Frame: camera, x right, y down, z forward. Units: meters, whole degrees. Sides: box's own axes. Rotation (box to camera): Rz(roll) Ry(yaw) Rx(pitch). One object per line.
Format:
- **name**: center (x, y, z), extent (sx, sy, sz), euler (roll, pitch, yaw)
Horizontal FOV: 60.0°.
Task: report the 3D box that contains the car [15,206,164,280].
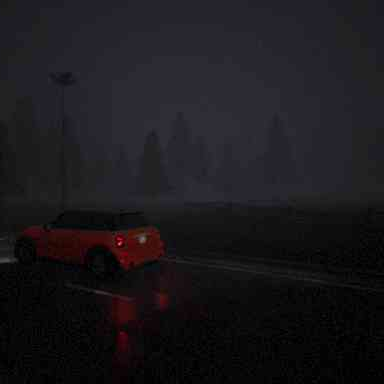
- **car**: center (-3.129, 1.263, 9.825), extent (4.553, 1.767, 2.097), euler (0, 1, 30)
